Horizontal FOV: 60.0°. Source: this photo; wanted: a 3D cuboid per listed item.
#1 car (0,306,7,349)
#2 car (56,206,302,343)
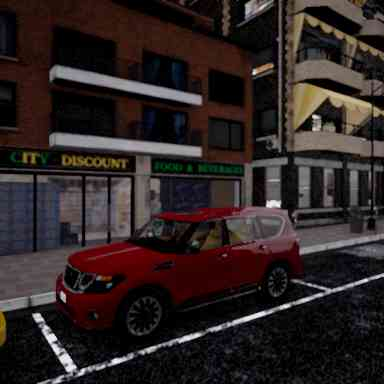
[{"bbox_3d":[-4.613,1.548,3.261,4.829,1.417,1.752,-1,1,-35],"label":"car"},{"bbox_3d":[0.067,1.271,6.581,5.009,1.841,2.192,-1,1,-35],"label":"car"}]
